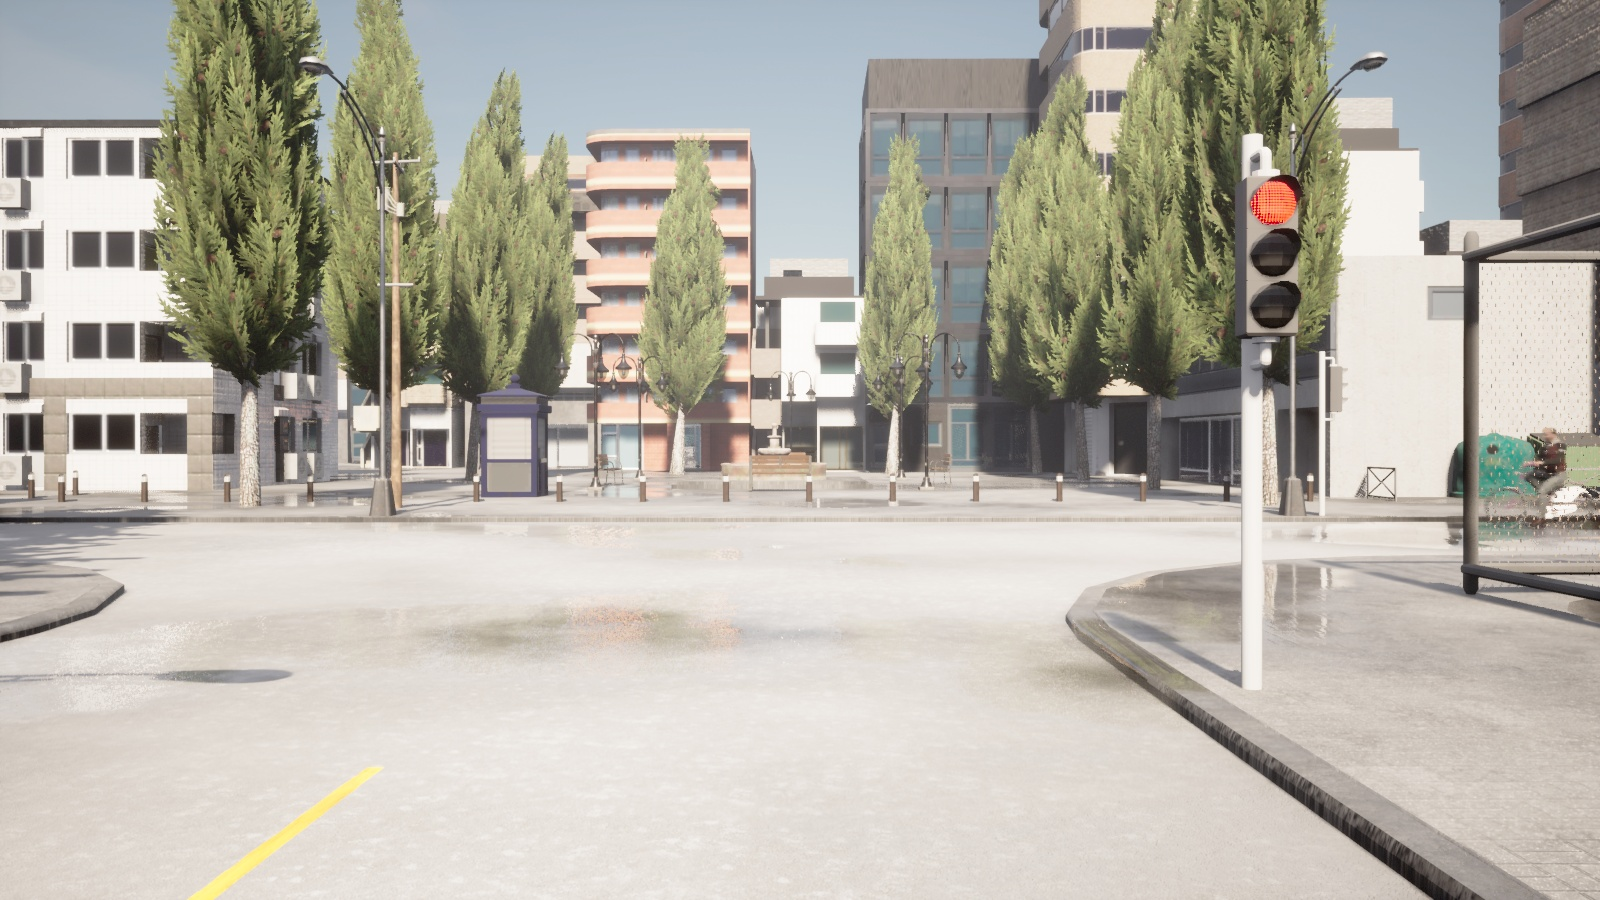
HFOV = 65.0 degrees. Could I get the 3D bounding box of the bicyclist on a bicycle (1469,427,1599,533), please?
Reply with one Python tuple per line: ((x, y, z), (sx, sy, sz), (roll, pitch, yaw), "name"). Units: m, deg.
((12.570, 0.506, 21.513), (1.843, 1.776, 0.659), (0, 0, 0), "bicyclist on a bicycle")
